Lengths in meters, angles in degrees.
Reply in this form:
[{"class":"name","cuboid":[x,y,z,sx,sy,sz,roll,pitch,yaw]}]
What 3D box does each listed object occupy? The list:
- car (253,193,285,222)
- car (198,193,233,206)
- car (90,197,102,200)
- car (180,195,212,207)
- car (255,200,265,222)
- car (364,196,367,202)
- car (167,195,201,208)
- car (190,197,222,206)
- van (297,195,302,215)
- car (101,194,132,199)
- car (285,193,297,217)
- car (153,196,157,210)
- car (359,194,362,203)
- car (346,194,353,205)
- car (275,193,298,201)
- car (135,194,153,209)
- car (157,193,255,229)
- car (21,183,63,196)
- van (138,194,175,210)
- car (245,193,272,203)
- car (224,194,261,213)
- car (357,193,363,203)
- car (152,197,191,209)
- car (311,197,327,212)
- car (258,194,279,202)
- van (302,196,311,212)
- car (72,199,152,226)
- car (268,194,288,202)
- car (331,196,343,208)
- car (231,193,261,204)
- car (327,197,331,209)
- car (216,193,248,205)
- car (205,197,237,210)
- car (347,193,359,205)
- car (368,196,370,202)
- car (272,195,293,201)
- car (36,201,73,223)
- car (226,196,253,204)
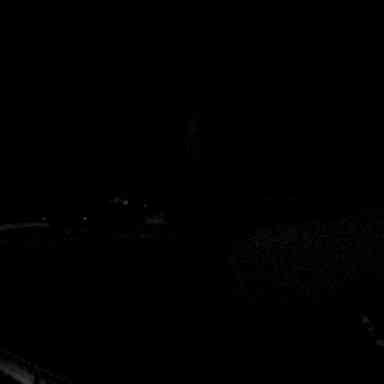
[{"class":"car","cuboid":[4.249,1.248,26.382,5.566,2.045,2.435,1,1,14]},{"class":"car","cuboid":[3.929,1.267,56.057,5.566,2.045,2.435,-1,0,14]},{"class":"car","cuboid":[-11.364,1.541,33.553,4.792,1.488,2.163,-1,0,14]},{"class":"car","cuboid":[0.588,1.391,51.042,4.553,1.767,2.185,-1,0,14]},{"class":"car","cuboid":[2.585,1.528,23.926,4.792,1.488,2.163,1,1,14]},{"class":"car","cuboid":[30.723,1.501,65.565,5.366,1.575,1.946,1,1,14]},{"class":"car","cuboid":[-1.109,1.391,48.532,4.553,1.767,2.185,-1,0,14]},{"class":"car","cuboid":[2.291,1.547,53.540,4.792,1.488,2.163,-1,-1,14]},{"class":"van","cuboid":[7.721,1.277,31.249,4.442,1.987,1.878,1,0,14]},{"class":"car","cuboid":[-9.668,1.261,36.056,5.566,2.045,2.435,-1,0,14]},{"class":"car","cuboid":[5.915,1.249,28.828,5.566,2.045,2.435,1,1,14]},{"class":"car","cuboid":[-6.270,1.389,41.072,4.553,1.767,2.185,-1,-1,14]},{"class":"car","cuboid":[27.603,1.536,60.634,4.792,1.488,2.163,1,0,14]},{"class":"car","cuboid":[21.098,1.504,50.812,5.366,1.575,1.946,1,0,14]},{"class":"car","cuboid":[24.326,1.268,86.036,5.566,2.045,2.435,-1,0,14]},{"class":"car","cuboid":[-7.913,1.262,38.564,5.566,2.045,2.435,-1,-1,14]},{"class":"car","cuboid":[0.978,1.246,21.491,5.566,2.045,2.435,1,0,14]},{"class":"car","cuboid":[-16.857,-0.313,38.008,1.895,1.301,4.718,0,4,35]},{"class":"van","cuboid":[-4.655,1.291,43.581,4.442,1.987,1.878,-1,0,14]},{"class":"car","cuboid":[14.184,1.267,71.041,5.566,2.045,2.435,-1,-1,14]},{"class":"car","cuboid":[6.057,1.243,39.492,2.150,2.045,5.566,0,0,34]},{"class":"car","cuboid":[29.243,1.507,63.085,4.892,1.521,2.231,1,1,14]},{"class":"car","cuboid":[-2.844,1.517,46.059,4.892,1.521,2.231,-1,-1,14]},{"class":"car","cuboid":[12.593,1.505,38.610,4.892,1.521,2.231,1,0,14]},{"class":"car","cuboid":[17.529,1.393,76.045,4.553,1.767,2.185,-1,-1,14]},{"class":"van","cuboid":[9.386,1.278,33.696,4.442,1.987,1.878,1,0,14]},{"class":"car","cuboid":[-5.298,1.492,22.728,1.882,1.535,5.008,0,0,33]},{"class":"car","cuboid":[20.985,1.393,81.030,4.553,1.767,2.185,-1,0,14]},{"class":"car","cuboid":[19.224,1.534,48.402,4.792,1.488,2.163,1,1,14]},{"class":"car","cuboid":[10.727,1.267,66.055,5.566,2.045,2.435,-1,0,14]},{"class":"car","cuboid":[14.291,1.379,41.053,4.553,1.767,2.185,1,1,14]},{"class":"car","cuboid":[7.388,1.266,61.036,5.566,2.045,2.435,-1,-1,14]},{"class":"car","cuboid":[4.027,1.519,45.593,2.128,1.511,4.902,0,0,35]},{"class":"car","cuboid":[24.427,1.505,55.704,5.366,1.575,1.946,1,0,14]},{"class":"car","cuboid":[34.236,1.507,70.418,4.892,1.521,2.231,1,1,14]},{"class":"car","cuboid":[22.652,1.520,83.542,4.892,1.521,2.231,-1,-1,14]},{"class":"car","cuboid":[-9.468,1.619,25.801,1.895,1.301,4.718,0,0,33]},{"class":"car","cuboid":[9.066,1.519,63.531,4.892,1.521,2.231,-1,0,14]}]
